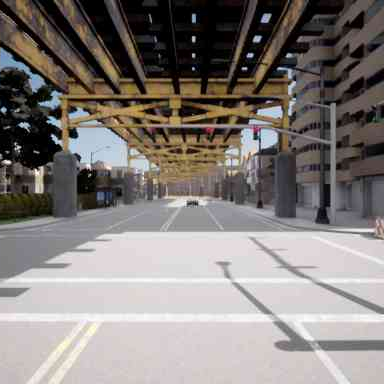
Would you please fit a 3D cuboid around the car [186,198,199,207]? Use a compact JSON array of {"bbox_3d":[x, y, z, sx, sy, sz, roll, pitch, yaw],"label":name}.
[{"bbox_3d":[0.098,1.594,52.390,1.895,1.301,4.718,0,0,0],"label":"car"}]
